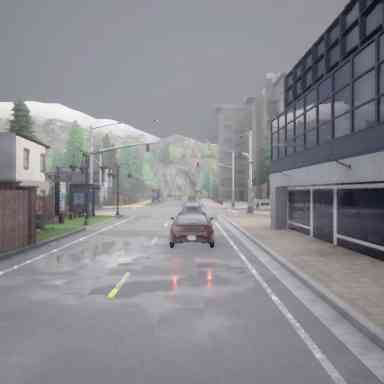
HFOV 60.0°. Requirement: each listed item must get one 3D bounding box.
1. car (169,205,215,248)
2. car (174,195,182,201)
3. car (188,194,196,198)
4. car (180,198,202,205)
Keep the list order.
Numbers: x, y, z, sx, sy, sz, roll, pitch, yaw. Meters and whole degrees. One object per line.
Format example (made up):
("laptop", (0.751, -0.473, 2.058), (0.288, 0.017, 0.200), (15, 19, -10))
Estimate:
("car", (0.000, 1.531, 14.650), (1.812, 1.442, 4.674), (0, 0, 0))
("car", (-3.500, 1.519, 82.362), (2.128, 1.511, 4.902), (0, 0, 0))
("car", (0.000, 1.168, 81.131), (2.097, 1.767, 4.553), (0, 0, 0))
("car", (0.000, 1.531, 29.650), (1.812, 1.442, 4.674), (0, 0, 0))
